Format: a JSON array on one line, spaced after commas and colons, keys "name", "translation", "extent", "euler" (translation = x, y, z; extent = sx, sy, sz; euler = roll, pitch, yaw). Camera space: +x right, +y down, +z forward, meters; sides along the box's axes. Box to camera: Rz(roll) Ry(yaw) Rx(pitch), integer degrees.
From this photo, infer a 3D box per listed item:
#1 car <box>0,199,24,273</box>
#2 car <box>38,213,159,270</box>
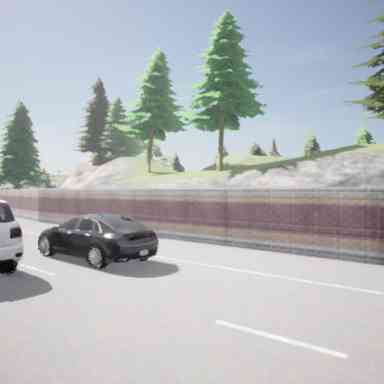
[{"name": "car", "translation": [-6.847, 1.186, 9.408], "extent": [5.566, 2.045, 2.150], "euler": [0, 0, 40]}, {"name": "car", "translation": [-3.247, 1.469, 10.996], "extent": [4.892, 1.490, 1.837], "euler": [0, 0, 39]}]
